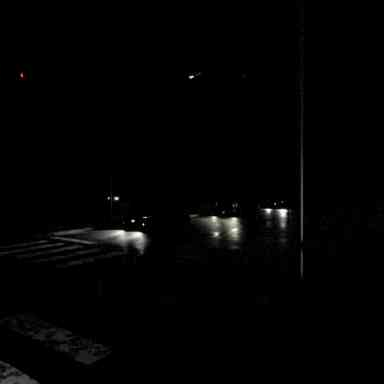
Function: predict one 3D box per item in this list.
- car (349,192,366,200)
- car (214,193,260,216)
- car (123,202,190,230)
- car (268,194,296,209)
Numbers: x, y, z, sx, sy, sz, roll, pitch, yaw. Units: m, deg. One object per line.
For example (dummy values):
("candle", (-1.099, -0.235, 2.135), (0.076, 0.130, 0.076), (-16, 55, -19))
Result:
("car", (26.021, 0.604, 52.322), (1.994, 1.385, 4.181), (0, 1, 35))
("car", (3.649, 0.913, 26.584), (2.097, 1.767, 4.553), (0, 1, 36))
("car", (-1.905, 1.285, 18.825), (1.994, 1.385, 4.181), (0, 1, 35))
("car", (9.648, 0.898, 34.941), (1.837, 1.490, 4.892), (0, 1, 36))
